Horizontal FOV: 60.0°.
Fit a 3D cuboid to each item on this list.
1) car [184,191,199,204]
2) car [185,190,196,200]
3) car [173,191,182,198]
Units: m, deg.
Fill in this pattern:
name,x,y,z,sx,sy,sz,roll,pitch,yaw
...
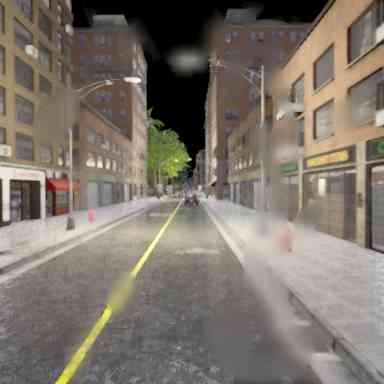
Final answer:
name,x,y,z,sx,sy,sz,roll,pitch,yaw
car,-0.077,0.972,47.462,1.812,1.442,4.674,0,1,0
car,-0.219,0.584,65.599,2.097,1.767,4.553,0,1,0
car,-3.283,0.442,74.760,2.128,1.511,4.902,0,1,0
